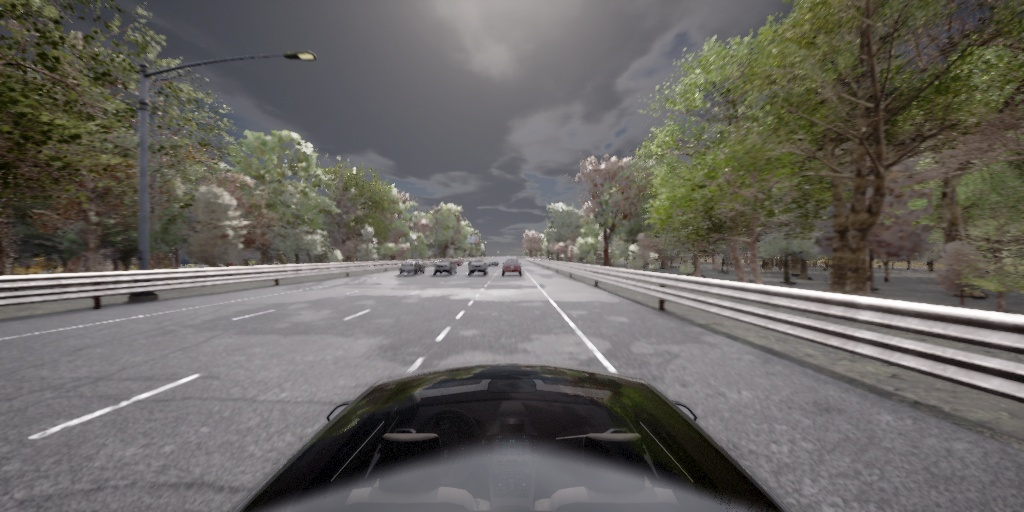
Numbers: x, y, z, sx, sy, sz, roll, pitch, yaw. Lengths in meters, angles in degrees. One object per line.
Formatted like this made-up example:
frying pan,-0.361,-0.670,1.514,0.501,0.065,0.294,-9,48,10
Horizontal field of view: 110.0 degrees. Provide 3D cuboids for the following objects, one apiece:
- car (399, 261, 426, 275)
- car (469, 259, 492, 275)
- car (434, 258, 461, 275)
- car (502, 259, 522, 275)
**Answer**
car,-10.493,1.237,38.093,2.128,1.511,4.902,0,0,0
car,-3.491,1.252,38.300,1.837,1.490,4.892,0,1,0
car,-6.993,1.251,38.076,1.837,1.490,4.892,0,1,0
car,0.006,1.096,38.252,2.097,1.767,4.553,0,0,0
